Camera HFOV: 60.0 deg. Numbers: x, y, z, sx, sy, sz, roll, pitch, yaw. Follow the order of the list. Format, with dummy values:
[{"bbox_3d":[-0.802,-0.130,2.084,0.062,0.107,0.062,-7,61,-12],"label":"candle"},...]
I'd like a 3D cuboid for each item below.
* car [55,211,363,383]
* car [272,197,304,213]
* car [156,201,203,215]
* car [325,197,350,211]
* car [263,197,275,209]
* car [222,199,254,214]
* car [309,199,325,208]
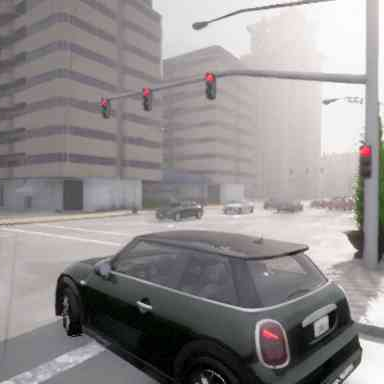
[{"bbox_3d":[-0.198,1.337,4.813,2.097,1.767,4.553,0,0,-44],"label":"car"},{"bbox_3d":[10.957,1.551,37.051,1.994,1.385,4.181,0,0,35],"label":"car"},{"bbox_3d":[-0.945,1.477,26.620,1.837,1.490,4.892,0,0,35],"label":"car"},{"bbox_3d":[18.834,1.355,42.140,2.097,1.767,4.553,0,0,35],"label":"car"},{"bbox_3d":[10.912,1.473,43.369,1.837,1.490,4.892,0,0,35],"label":"car"},{"bbox_3d":[4.957,1.496,34.955,1.812,1.442,4.674,0,0,35],"label":"car"},{"bbox_3d":[18.390,1.586,47.574,1.895,1.301,4.718,0,0,35],"label":"car"}]
